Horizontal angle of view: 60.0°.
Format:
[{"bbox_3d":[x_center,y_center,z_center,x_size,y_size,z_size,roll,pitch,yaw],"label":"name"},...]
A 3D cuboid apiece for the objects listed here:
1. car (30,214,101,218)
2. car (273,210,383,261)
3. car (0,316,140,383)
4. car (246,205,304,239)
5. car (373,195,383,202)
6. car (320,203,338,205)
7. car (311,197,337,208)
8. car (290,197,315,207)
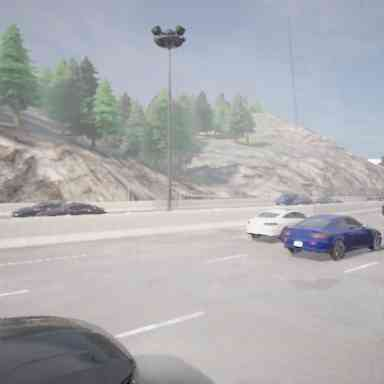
[{"bbox_3d":[-8.612,1.559,23.947,4.892,1.490,1.837,0,0,-38],"label":"car"},{"bbox_3d":[5.302,1.543,12.437,4.674,1.442,1.812,0,0,-39],"label":"car"},{"bbox_3d":[-2.659,1.512,1.954,4.892,1.490,1.837,0,0,-35],"label":"car"},{"bbox_3d":[4.638,1.551,16.411,4.674,1.442,1.812,0,0,-40],"label":"car"},{"bbox_3d":[46.574,1.520,82.106,1.882,1.535,5.008,0,0,45],"label":"car"},{"bbox_3d":[19.039,1.624,44.763,4.181,1.385,1.994,0,0,-45],"label":"car"},{"bbox_3d":[20.313,1.574,50.969,4.892,1.490,1.837,0,0,-45],"label":"car"},{"bbox_3d":[17.821,1.581,53.421,4.892,1.490,1.837,0,0,-45],"label":"car"}]
